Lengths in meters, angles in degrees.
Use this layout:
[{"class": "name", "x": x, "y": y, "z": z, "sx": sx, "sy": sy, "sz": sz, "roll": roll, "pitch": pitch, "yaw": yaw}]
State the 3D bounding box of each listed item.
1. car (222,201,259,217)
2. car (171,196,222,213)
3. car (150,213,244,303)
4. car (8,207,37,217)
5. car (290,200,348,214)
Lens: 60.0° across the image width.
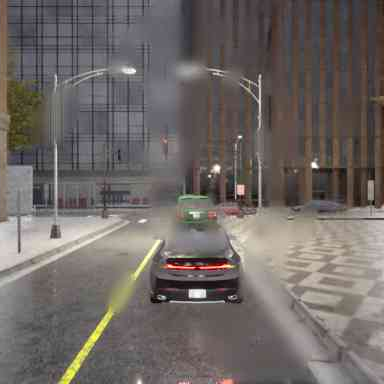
[{"class": "car", "x": 3.936, "y": 1.547, "z": 30.333, "sx": 4.181, "sy": 1.385, "sz": 1.994, "roll": 0, "pitch": 0, "yaw": 0}, {"class": "car", "x": 0.048, "y": 1.218, "z": 18.151, "sx": 2.150, "sy": 2.045, "sz": 5.566, "roll": 0, "pitch": 0, "yaw": -3}, {"class": "car", "x": 0.086, "y": 1.503, "z": 8.159, "sx": 1.837, "sy": 1.490, "sz": 4.892, "roll": 0, "pitch": 0, "yaw": 0}, {"class": "car", "x": -16.814, "y": 1.665, "z": 30.346, "sx": 4.718, "sy": 1.301, "sz": 1.895, "roll": 0, "pitch": 0, "yaw": 0}, {"class": "car", "x": 12.748, "y": 1.486, "z": 33.526, "sx": 5.357, "sy": 1.411, "sz": 2.033, "roll": 0, "pitch": 0, "yaw": 0}]
